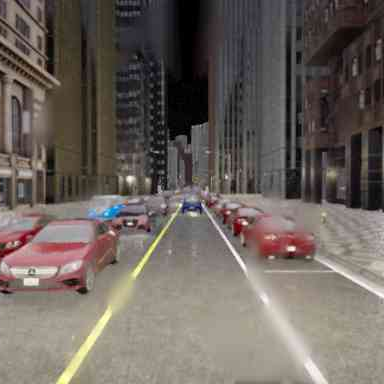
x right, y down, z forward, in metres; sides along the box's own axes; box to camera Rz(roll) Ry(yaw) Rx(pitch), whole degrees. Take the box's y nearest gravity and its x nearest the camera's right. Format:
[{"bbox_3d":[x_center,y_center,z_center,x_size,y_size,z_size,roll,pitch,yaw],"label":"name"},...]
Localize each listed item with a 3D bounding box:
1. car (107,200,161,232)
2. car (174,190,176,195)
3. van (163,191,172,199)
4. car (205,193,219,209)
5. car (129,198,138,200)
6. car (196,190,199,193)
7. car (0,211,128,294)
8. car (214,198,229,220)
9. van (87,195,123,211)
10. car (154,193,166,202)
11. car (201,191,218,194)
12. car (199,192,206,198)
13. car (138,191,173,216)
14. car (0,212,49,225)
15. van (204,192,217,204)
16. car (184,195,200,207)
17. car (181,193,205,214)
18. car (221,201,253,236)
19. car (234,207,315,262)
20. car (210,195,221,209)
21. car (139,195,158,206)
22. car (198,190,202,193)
[{"bbox_3d":[-3.094,1.391,18.614,1.994,1.385,4.181,0,1,0],"label":"car"},{"bbox_3d":[-5.768,0.774,83.217,1.752,1.417,4.829,0,1,0],"label":"car"},{"bbox_3d":[-5.769,0.636,77.861,1.690,1.788,3.998,0,1,0],"label":"van"},{"bbox_3d":[2.770,1.185,39.175,1.887,1.381,4.507,0,1,0],"label":"car"},{"bbox_3d":[-5.775,1.274,33.666,1.802,1.307,4.206,0,1,0],"label":"car"},{"bbox_3d":[2.760,0.608,77.849,2.192,1.841,5.009,0,1,0],"label":"car"},{"bbox_3d":[-3.095,1.444,8.694,1.812,1.442,4.674,0,1,0],"label":"car"},{"bbox_3d":[2.774,1.334,22.599,1.887,1.381,4.507,0,1,0],"label":"car"},{"bbox_3d":[-5.778,1.132,22.614,1.690,1.788,3.998,0,1,0],"label":"van"},{"bbox_3d":[-5.771,0.970,61.119,1.752,1.417,4.829,0,1,0],"label":"car"},{"bbox_3d":[2.768,0.905,44.698,2.192,1.841,5.009,0,1,0],"label":"car"},{"bbox_3d":[2.758,0.742,88.901,1.887,1.381,4.507,0,0,0],"label":"car"},{"bbox_3d":[-3.054,1.087,28.845,2.097,1.767,4.553,0,1,1],"label":"car"},{"bbox_3d":[-5.779,1.437,11.567,1.887,1.381,4.507,0,1,0],"label":"car"},{"bbox_3d":[2.767,0.882,50.223,1.690,1.788,3.998,0,1,0],"label":"van"},{"bbox_3d":[0.029,1.162,44.034,1.994,1.385,4.181,0,1,0],"label":"car"},{"bbox_3d":[0.005,1.187,31.559,1.882,1.535,5.008,0,1,0],"label":"car"},{"bbox_3d":[2.775,1.384,17.074,1.887,1.381,4.507,0,1,0],"label":"car"},{"bbox_3d":[2.776,1.435,11.549,1.887,1.381,4.507,0,1,0],"label":"car"},{"bbox_3d":[2.772,1.264,28.294,1.752,1.417,4.829,0,1,0],"label":"car"},{"bbox_3d":[-5.774,1.143,44.715,2.008,1.369,4.403,0,1,0],"label":"car"},{"bbox_3d":[2.763,0.832,66.800,1.967,1.590,4.097,0,1,0],"label":"car"}]
